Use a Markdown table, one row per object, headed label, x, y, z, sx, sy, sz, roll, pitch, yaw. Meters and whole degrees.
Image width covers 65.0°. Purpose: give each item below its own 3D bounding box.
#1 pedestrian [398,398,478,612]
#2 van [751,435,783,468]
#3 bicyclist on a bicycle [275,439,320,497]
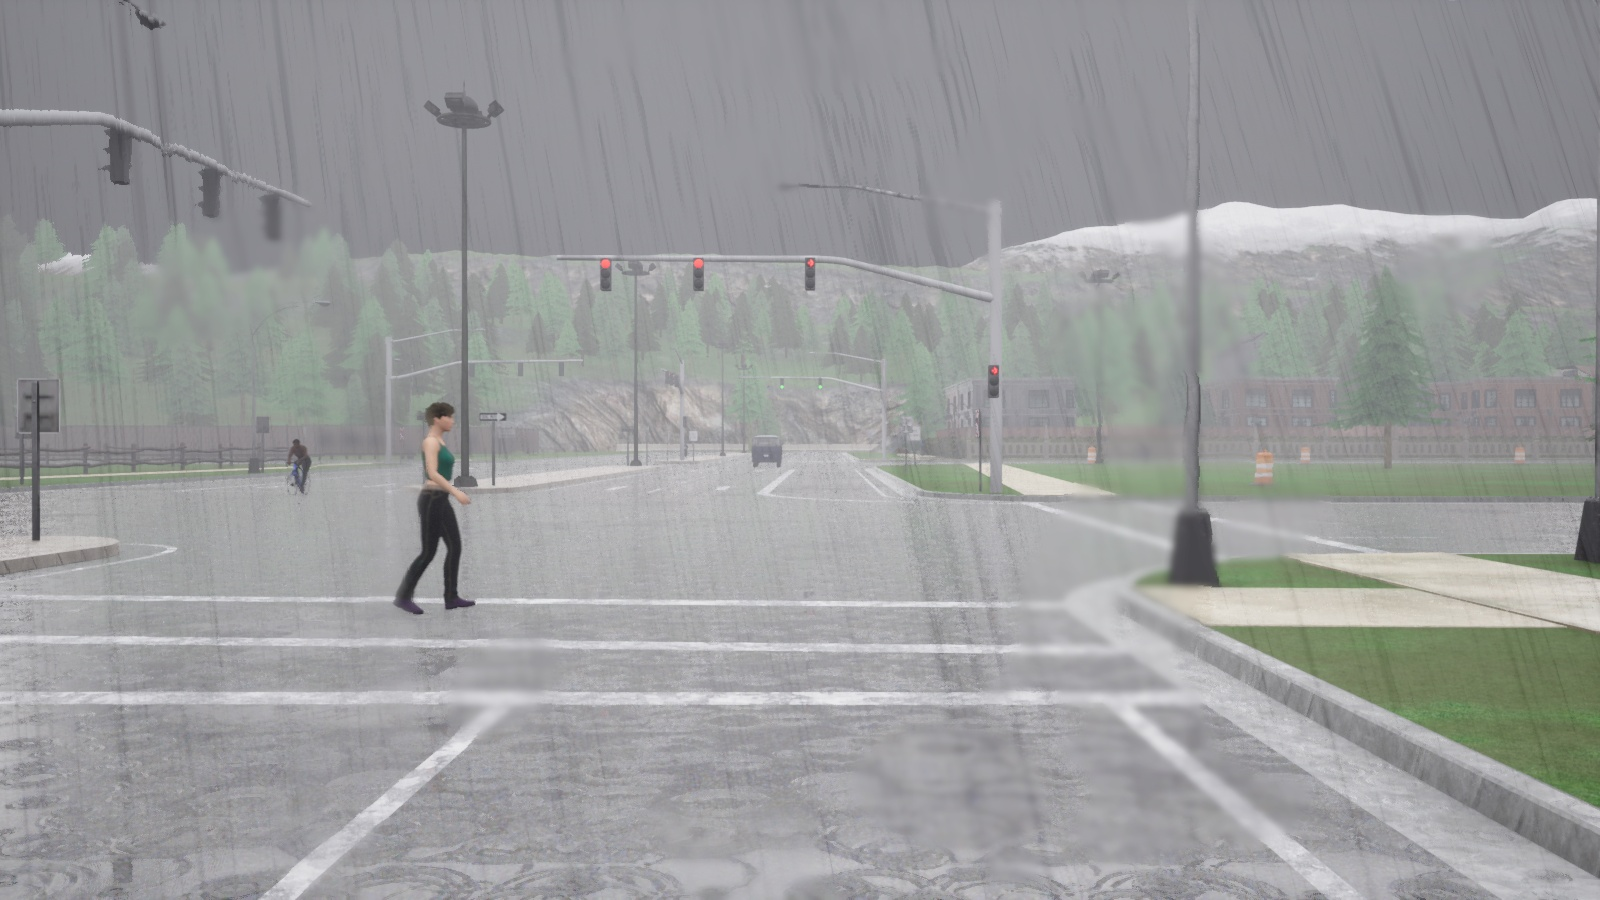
| label | x | y | z | sx | sy | sz | roll | pitch | yaw |
| --- | --- | --- | --- | --- | --- | --- | --- | --- | --- |
| pedestrian | -3.144 | 0.471 | 10.926 | 0.594 | 1.836 | 0.345 | 0 | 0 | -1 |
| van | -2.005 | 0.057 | 77.994 | 1.775 | 1.987 | 4.442 | 0 | 0 | 1 |
| bicyclist on a bicycle | -14.381 | 0.485 | 35.963 | 0.582 | 1.620 | 1.656 | 0 | 1 | 1 |
